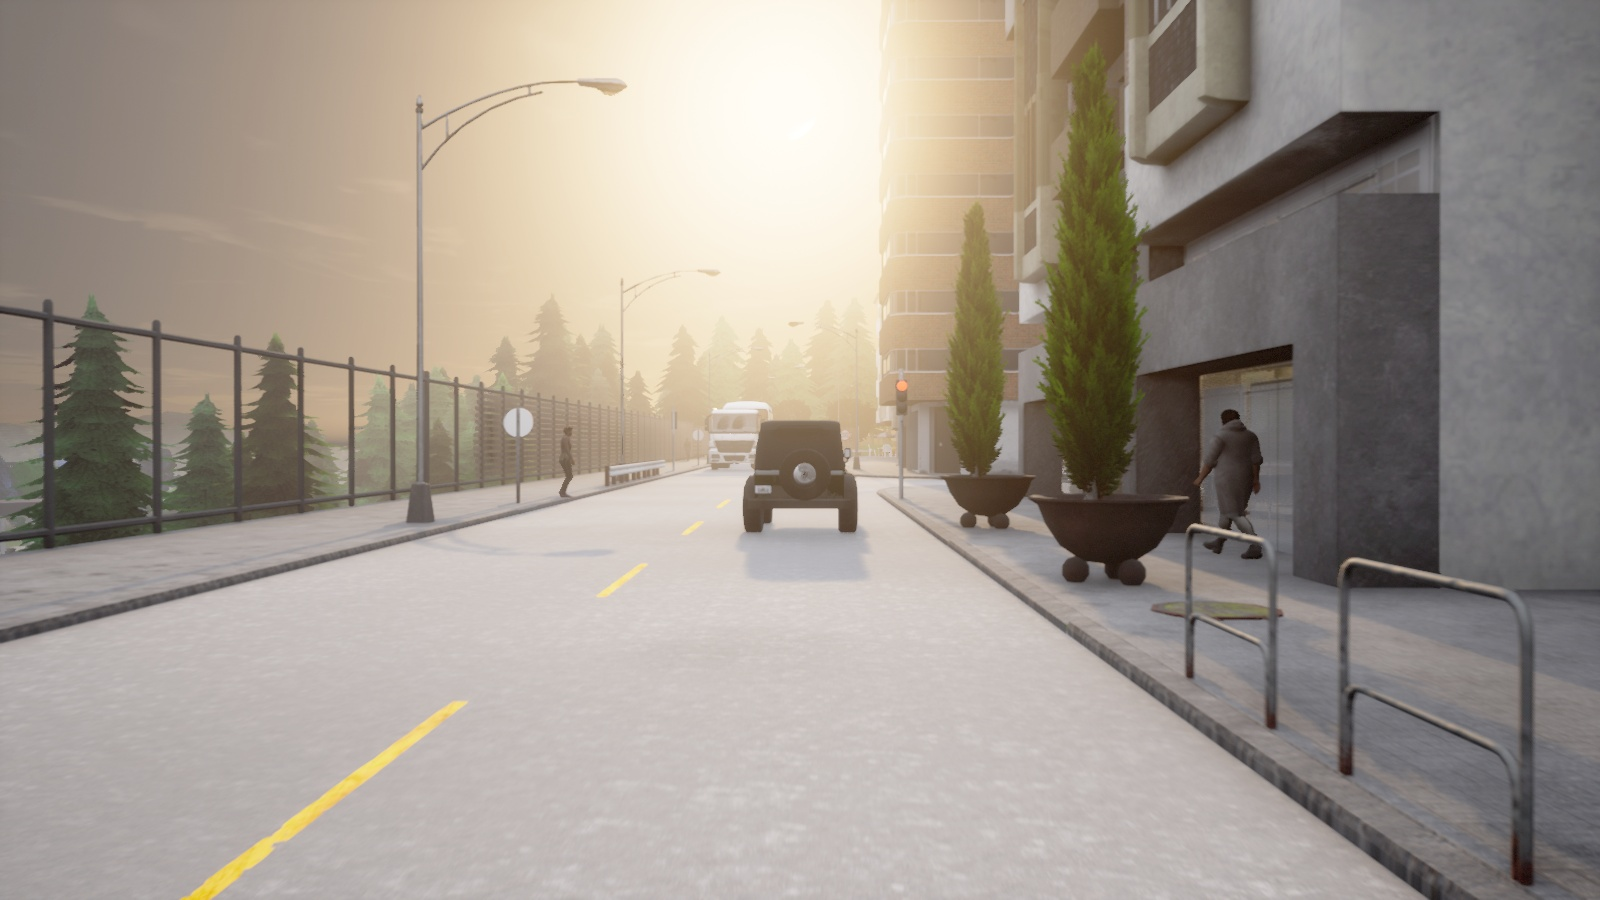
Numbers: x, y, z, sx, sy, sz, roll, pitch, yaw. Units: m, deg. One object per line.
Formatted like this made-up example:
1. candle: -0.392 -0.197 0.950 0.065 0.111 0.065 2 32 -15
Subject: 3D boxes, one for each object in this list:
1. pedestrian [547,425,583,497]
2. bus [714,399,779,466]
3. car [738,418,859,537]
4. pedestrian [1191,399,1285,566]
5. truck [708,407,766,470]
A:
1. pedestrian: -5.900 0.274 31.511 0.869 1.805 0.328 0 0 -16
2. bus: -3.490 -1.112 84.972 3.944 4.253 10.273 0 0 0
3. car: 0.054 0.420 21.791 1.905 1.878 3.866 0 0 2
4. pedestrian: 5.273 0.375 15.145 0.659 1.952 0.873 0 0 -21
5. truck: -3.565 -0.646 72.362 2.891 3.462 7.936 0 0 0
